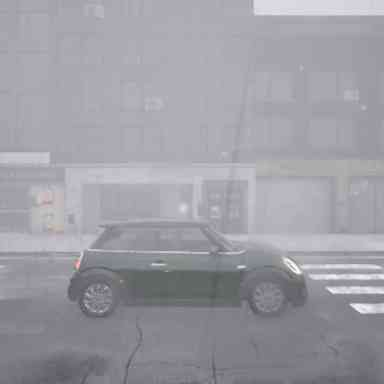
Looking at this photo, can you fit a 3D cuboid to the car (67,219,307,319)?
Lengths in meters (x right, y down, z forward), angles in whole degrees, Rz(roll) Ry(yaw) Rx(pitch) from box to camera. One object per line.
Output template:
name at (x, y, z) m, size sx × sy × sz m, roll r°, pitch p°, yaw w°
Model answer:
car at (-0.051, 1.356, 6.901) m, size 4.553 × 1.767 × 2.097 m, roll 0°, pitch 0°, yaw 0°
